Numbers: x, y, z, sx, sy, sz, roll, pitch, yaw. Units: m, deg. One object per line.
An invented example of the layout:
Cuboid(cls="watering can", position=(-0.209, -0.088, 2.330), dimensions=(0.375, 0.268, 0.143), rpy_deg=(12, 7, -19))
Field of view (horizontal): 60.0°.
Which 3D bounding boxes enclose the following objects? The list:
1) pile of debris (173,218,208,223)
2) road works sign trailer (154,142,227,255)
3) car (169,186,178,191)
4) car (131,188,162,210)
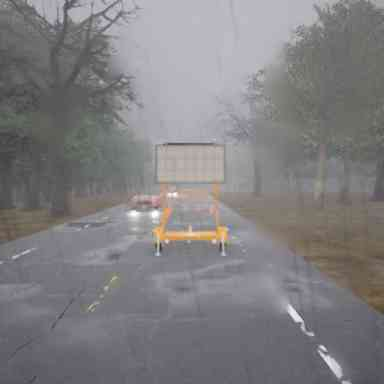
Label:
Cuboid(cls="pile of debris", position=(-0.071, 1.582, 18.553), dimensions=(1.860, 0.140, 1.500), rpy_deg=(0, 2, 0))
Cuboid(cls="road works sign trailer", position=(-0.044, 0.105, 11.501), dimensions=(2.380, 3.560, 2.880), rpy_deg=(0, 2, 0))
Cuboid(cls="car", position=(-3.768, -0.565, 68.284), dimensions=(2.128, 1.511, 4.902), rpy_deg=(0, 2, 0))
Cuboid(cls="car", position=(-3.699, 0.469, 27.765), dimensions=(2.097, 1.767, 4.553), rpy_deg=(0, 2, 0))
